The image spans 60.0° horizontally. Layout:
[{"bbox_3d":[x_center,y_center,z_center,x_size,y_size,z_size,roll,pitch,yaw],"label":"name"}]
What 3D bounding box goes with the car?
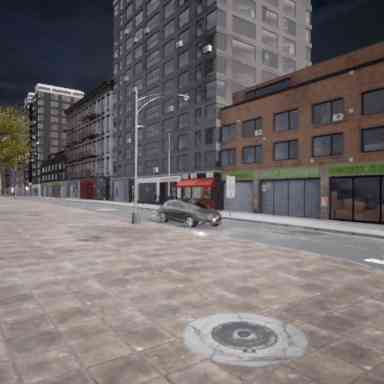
[{"bbox_3d":[-0.234,1.208,19.604,1.837,1.490,4.892,1,1,-36],"label":"car"}]
